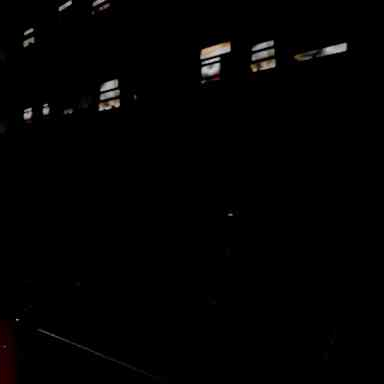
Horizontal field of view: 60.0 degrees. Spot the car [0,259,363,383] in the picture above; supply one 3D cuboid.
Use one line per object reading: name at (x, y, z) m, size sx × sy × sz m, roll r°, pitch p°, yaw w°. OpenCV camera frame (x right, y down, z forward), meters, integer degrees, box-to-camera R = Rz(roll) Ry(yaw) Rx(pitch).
car at (-0.600, 1.425, 3.307) m, size 4.097 × 1.590 × 1.967 m, roll 0°, pitch 0°, yaw 36°
